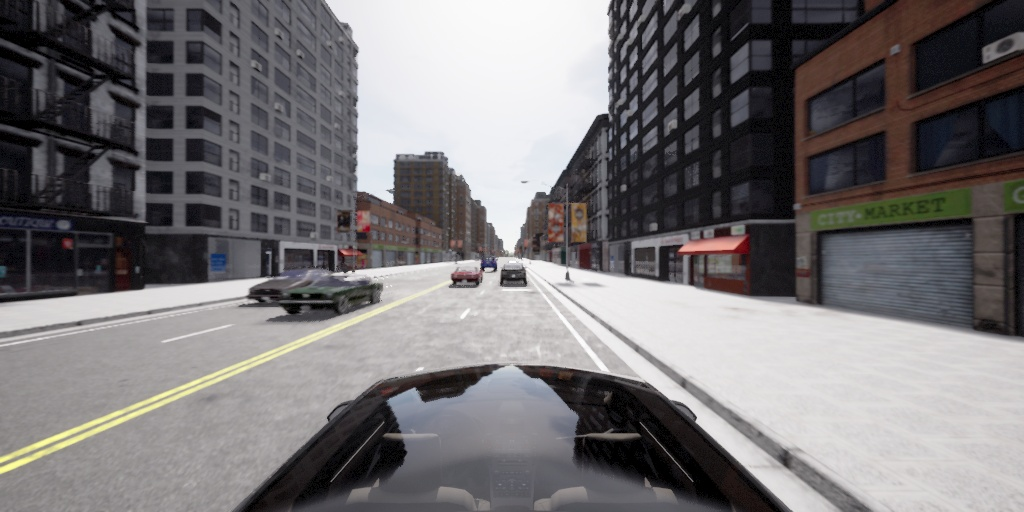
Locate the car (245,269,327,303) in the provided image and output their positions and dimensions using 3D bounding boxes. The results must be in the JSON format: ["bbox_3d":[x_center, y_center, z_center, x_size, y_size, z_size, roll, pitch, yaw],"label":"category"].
[{"bbox_3d":[-9.837,1.303,16.982,2.033,1.411,5.357,0,0,0],"label":"car"}]

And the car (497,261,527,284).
[{"bbox_3d":[0.105,1.239,27.261,1.882,1.535,5.008,0,0,0],"label":"car"}]

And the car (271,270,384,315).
[{"bbox_3d":[-6.592,1.355,13.682,1.895,1.301,4.718,0,0,0],"label":"car"}]

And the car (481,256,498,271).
[{"bbox_3d":[-3.142,0.992,49.648,2.150,2.045,5.566,0,0,0],"label":"car"}]

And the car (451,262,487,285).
[{"bbox_3d":[-3.146,1.362,26.067,1.895,1.301,4.718,0,0,0],"label":"car"}]
